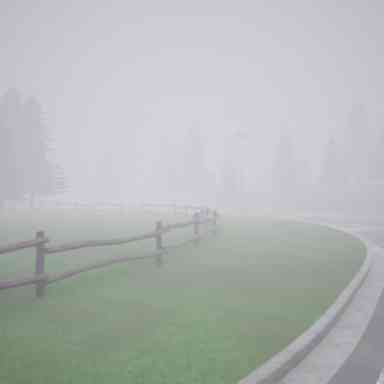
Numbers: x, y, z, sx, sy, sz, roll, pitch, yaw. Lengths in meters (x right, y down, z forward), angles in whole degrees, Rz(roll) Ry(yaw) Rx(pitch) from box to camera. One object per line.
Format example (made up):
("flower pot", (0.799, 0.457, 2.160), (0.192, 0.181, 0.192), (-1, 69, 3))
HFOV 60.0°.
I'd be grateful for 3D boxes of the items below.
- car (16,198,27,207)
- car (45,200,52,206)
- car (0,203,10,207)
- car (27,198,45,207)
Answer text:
("car", (-36.340, 2.241, 67.569), (5.008, 1.535, 1.882), (-1, -1, 32))
("car", (-33.345, 2.166, 73.962), (4.553, 1.767, 2.097), (-1, -1, 32))
("car", (-38.164, 2.221, 64.586), (5.008, 1.535, 1.882), (-1, -1, 32))
("car", (-34.250, 2.007, 70.390), (5.566, 2.045, 2.150), (-1, -1, 32))
